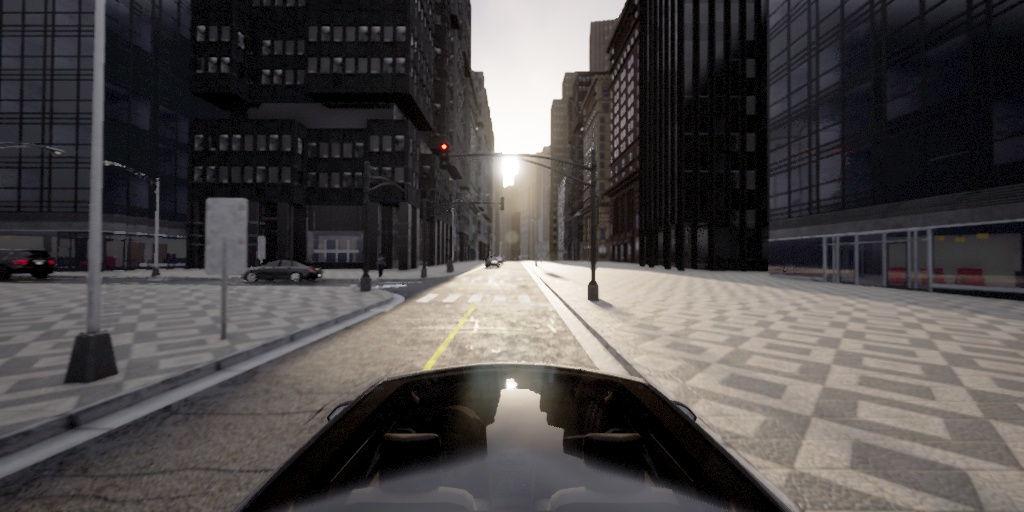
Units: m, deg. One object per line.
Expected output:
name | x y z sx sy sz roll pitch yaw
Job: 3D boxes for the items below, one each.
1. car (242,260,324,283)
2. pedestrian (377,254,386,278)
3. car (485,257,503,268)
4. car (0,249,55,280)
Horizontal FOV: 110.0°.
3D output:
car | -15.090 0.990 23.690 4.892 1.490 1.837 1 -1 2
pedestrian | -9.826 0.709 26.764 0.375 1.860 0.375 0 -1 1
car | -2.711 0.928 49.945 2.033 1.411 5.357 0 0 1
car | -34.198 0.539 23.942 5.566 2.045 2.150 1 -1 1
